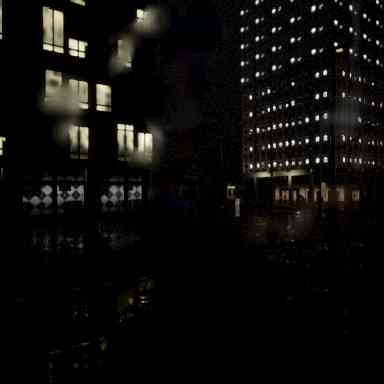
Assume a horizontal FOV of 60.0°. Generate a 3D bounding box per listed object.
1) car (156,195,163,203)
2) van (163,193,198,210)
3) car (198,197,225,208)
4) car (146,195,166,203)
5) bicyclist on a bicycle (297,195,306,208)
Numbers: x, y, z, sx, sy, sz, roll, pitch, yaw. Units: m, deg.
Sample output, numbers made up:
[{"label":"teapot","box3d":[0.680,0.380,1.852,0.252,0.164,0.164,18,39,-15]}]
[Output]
[{"label":"car","box3d":[-3.842,1.035,58.721,2.192,1.841,5.009,0,0,-34]},{"label":"van","box3d":[-1.440,1.210,40.266,1.690,1.788,3.998,0,0,-34]},{"label":"car","box3d":[2.177,1.358,45.242,2.033,1.411,5.357,-1,1,-34]},{"label":"car","box3d":[-6.954,1.238,63.305,1.887,1.381,4.507,0,0,-34]},{"label":"bicyclist on a bicycle","box3d":[12.950,1.117,39.221,1.656,1.620,0.582,-1,1,-34]}]
